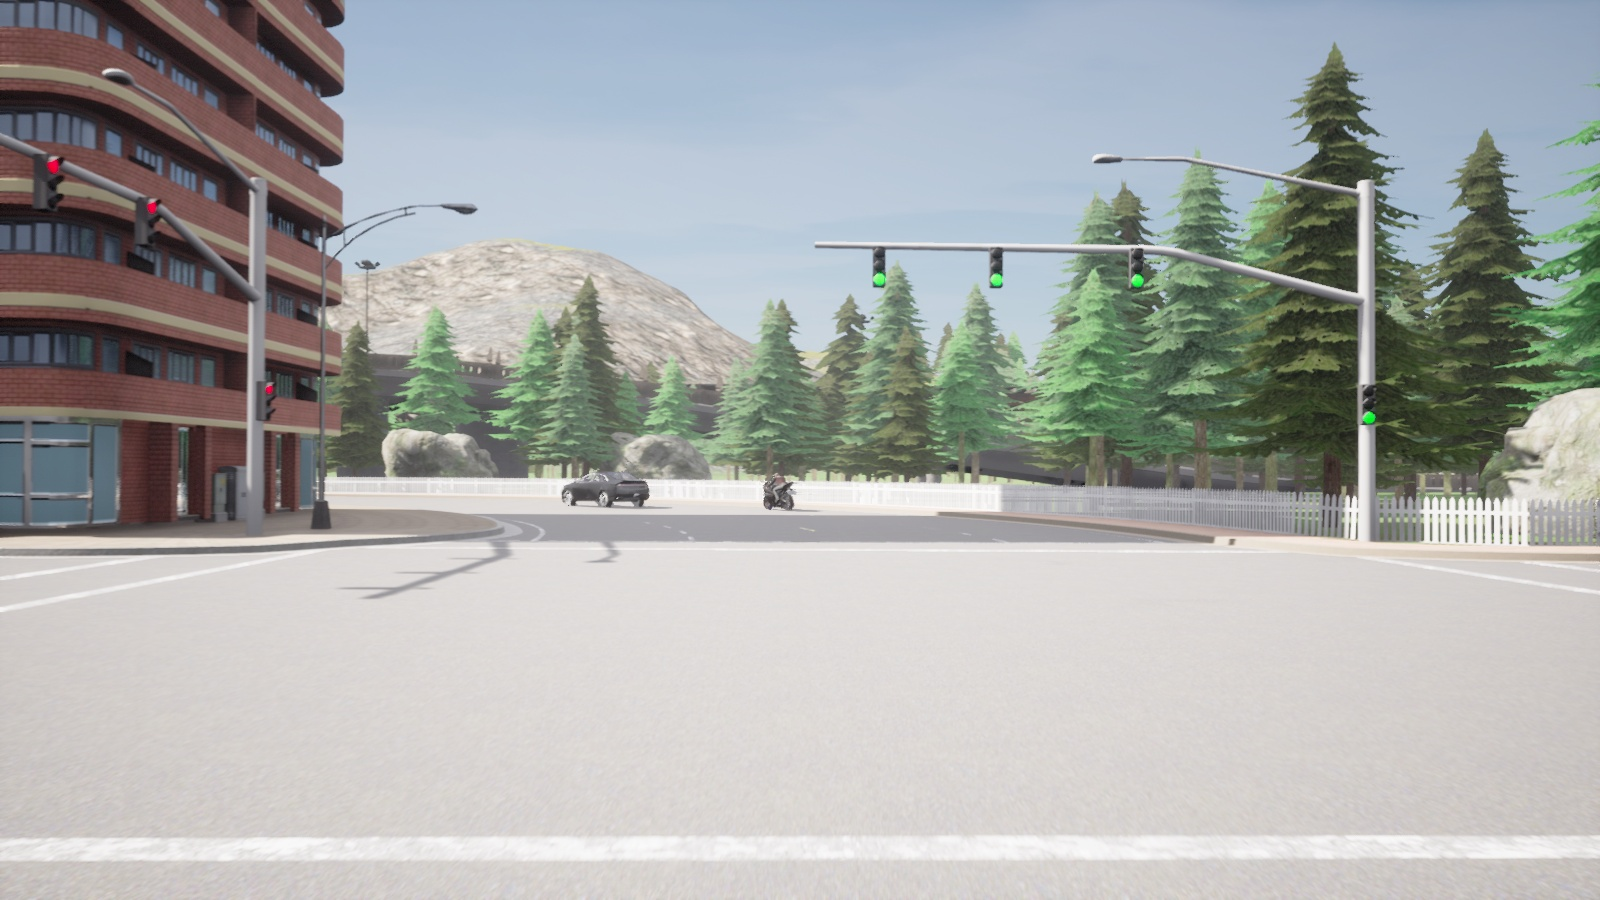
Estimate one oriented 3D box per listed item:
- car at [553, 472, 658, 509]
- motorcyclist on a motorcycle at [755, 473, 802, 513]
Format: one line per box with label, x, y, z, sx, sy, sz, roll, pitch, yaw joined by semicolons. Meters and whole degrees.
car;-8.327;1.705;53.562;2.128;1.511;4.902;1;-1;-41
motorcyclist on a motorcycle;-0.862;1.689;49.689;0.866;1.530;2.191;0;-1;-32
